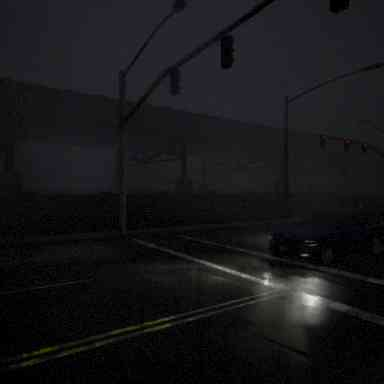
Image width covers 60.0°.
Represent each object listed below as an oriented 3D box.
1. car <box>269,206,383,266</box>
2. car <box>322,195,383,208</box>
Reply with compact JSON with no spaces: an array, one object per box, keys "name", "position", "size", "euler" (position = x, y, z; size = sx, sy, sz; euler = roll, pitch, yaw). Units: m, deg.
[{"name":"car","position":[4.847,1.477,11.750],"size":[5.008,1.535,1.882],"euler":[0,0,-36]},{"name":"car","position":[8.973,1.221,19.019],"size":[5.566,2.045,2.150],"euler":[0,0,-36]}]
